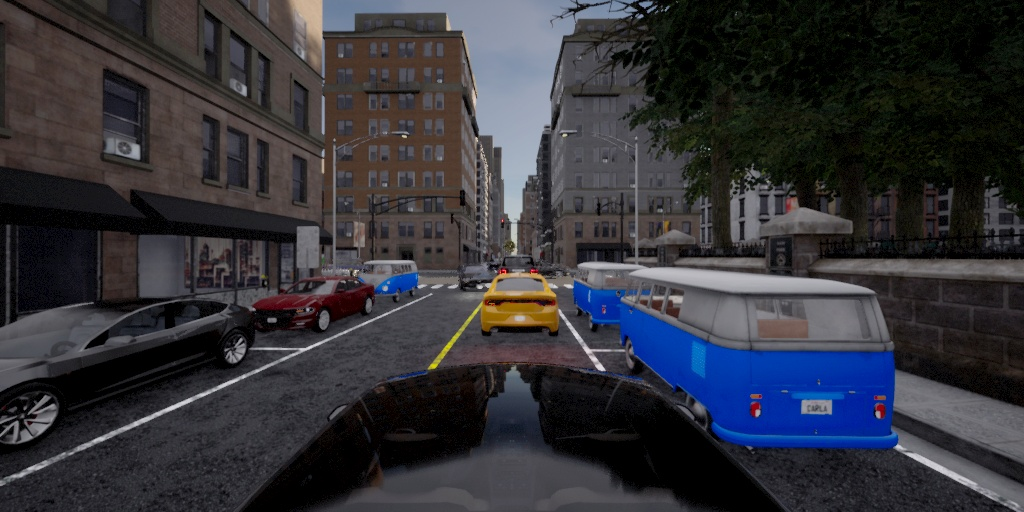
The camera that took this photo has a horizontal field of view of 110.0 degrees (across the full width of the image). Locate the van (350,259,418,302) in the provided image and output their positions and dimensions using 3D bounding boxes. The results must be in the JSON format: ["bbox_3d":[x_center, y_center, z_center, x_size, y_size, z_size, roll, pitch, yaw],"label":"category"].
[{"bbox_3d":[-5.584,1.083,16.477,1.690,1.789,3.998,0,0,1],"label":"van"}]

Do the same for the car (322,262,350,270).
[{"bbox_3d":[-14.506,1.325,28.600,4.718,1.301,1.895,0,0,0],"label":"car"}]

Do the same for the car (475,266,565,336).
[{"bbox_3d":[0.224,1.224,10.405,1.882,1.535,5.008,0,0,1],"label":"car"}]

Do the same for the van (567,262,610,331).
[{"bbox_3d":[2.827,1.087,10.658,1.690,1.789,3.998,0,0,1],"label":"van"}]

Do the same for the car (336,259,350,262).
[{"bbox_3d":[-13.762,1.086,31.846,4.553,1.767,2.097,0,0,0],"label":"car"}]

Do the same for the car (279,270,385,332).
[{"bbox_3d":[-5.697,1.291,10.818,1.888,1.381,4.507,0,0,1],"label":"car"}]

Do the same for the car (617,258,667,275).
[{"bbox_3d":[13.851,1.083,38.367,4.553,1.767,2.097,0,0,0],"label":"car"}]

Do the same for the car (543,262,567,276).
[{"bbox_3d":[2.602,1.223,31.736,4.892,1.490,1.837,0,0,0],"label":"car"}]

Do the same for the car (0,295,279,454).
[{"bbox_3d":[-5.809,1.315,5.159,1.948,1.339,4.313,0,0,1],"label":"car"}]

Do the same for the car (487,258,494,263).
[{"bbox_3d":[-2.311,1.072,49.610,2.097,1.767,4.553,0,0,2],"label":"car"}]

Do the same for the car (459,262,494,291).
[{"bbox_3d":[-2.288,1.281,22.220,2.033,1.411,5.357,0,0,-11],"label":"car"}]

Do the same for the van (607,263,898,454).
[{"bbox_3d":[2.714,1.090,5.001,1.690,1.789,3.998,0,0,1],"label":"van"}]

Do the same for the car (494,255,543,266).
[{"bbox_3d":[0.328,0.960,20.361,2.150,2.045,5.566,0,0,0],"label":"car"}]
